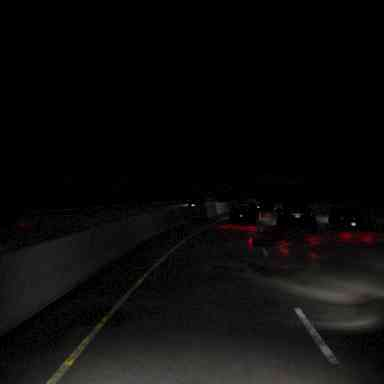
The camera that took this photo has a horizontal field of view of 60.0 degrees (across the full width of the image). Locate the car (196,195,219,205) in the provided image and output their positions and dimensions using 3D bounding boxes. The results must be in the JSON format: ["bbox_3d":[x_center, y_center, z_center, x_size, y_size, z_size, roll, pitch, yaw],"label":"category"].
[{"bbox_3d":[2.424,1.549,43.982,1.812,1.442,4.674,0,0,19],"label":"car"}]

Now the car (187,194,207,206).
[{"bbox_3d":[0.981,1.247,50.674,2.150,2.045,5.566,0,0,19],"label":"car"}]

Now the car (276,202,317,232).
[{"bbox_3d":[6.398,1.380,20.715,2.097,1.767,4.553,0,0,13],"label":"car"}]

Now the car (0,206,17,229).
[{"bbox_3d":[-12.116,1.473,18.740,1.837,1.490,4.892,0,0,11],"label":"car"}]

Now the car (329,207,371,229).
[{"bbox_3d":[10.357,1.642,22.227,1.895,1.301,4.718,0,0,15],"label":"car"}]

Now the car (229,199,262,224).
[{"bbox_3d":[4.068,1.500,25.465,1.882,1.535,5.008,0,0,15],"label":"car"}]

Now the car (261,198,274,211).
[{"bbox_3d":[9.280,1.536,41.883,2.128,1.511,4.902,0,0,18],"label":"car"}]
